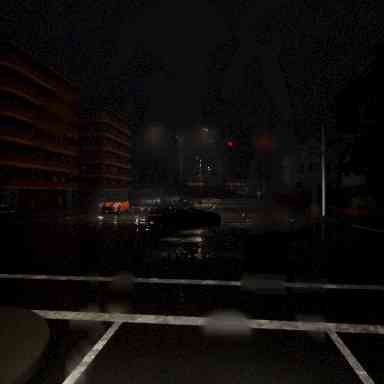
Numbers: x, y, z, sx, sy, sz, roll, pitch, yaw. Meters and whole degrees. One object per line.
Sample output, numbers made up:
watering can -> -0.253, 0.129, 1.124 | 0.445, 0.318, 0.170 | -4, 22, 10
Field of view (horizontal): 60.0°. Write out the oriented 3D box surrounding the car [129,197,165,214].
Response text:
car -> -4.605, 1.491, 34.871 | 2.128, 1.511, 4.902 | 0, 0, 6

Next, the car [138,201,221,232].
car -> -0.378, 1.491, 19.982 | 4.902, 1.511, 2.128 | 0, 1, -39

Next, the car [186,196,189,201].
car -> -1.657, 1.505, 63.030 | 1.837, 1.490, 4.892 | 0, 0, 7

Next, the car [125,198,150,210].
car -> -7.139, 1.545, 44.359 | 2.033, 1.411, 5.357 | 0, 0, 6

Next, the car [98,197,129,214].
car -> -8.120, 1.352, 34.941 | 2.097, 1.767, 4.553 | 0, 0, 6

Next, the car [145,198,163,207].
car -> -6.146, 1.601, 53.890 | 1.895, 1.301, 4.718 | 0, 0, 6

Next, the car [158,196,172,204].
car -> -5.089, 1.564, 63.865 | 1.994, 1.385, 4.181 | 0, 0, 6

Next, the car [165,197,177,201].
car -> -3.653, 1.601, 44.081 | 1.895, 1.301, 4.718 | 0, 0, 6

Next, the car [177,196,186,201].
car -> -2.706, 1.491, 53.127 | 2.128, 1.511, 4.902 | 0, 0, 6
